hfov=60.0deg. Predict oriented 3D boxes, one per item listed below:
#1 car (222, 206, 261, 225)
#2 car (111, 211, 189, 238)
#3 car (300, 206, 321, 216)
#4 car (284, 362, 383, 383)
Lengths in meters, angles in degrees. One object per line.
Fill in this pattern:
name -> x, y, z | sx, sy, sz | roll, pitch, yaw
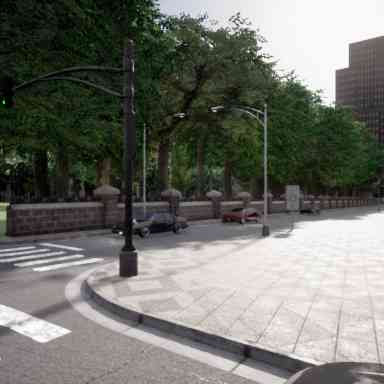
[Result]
car -> 4.503, 2.061, 29.869 | 1.882, 1.535, 5.008 | 0, -1, 35
car -> -2.321, 1.887, 20.214 | 2.033, 1.411, 5.357 | 0, -1, 35
car -> 16.764, 2.631, 47.066 | 1.895, 1.301, 4.718 | 0, -1, 36
car -> 2.351, 1.551, 1.287 | 4.403, 1.369, 2.008 | 0, 0, 36
